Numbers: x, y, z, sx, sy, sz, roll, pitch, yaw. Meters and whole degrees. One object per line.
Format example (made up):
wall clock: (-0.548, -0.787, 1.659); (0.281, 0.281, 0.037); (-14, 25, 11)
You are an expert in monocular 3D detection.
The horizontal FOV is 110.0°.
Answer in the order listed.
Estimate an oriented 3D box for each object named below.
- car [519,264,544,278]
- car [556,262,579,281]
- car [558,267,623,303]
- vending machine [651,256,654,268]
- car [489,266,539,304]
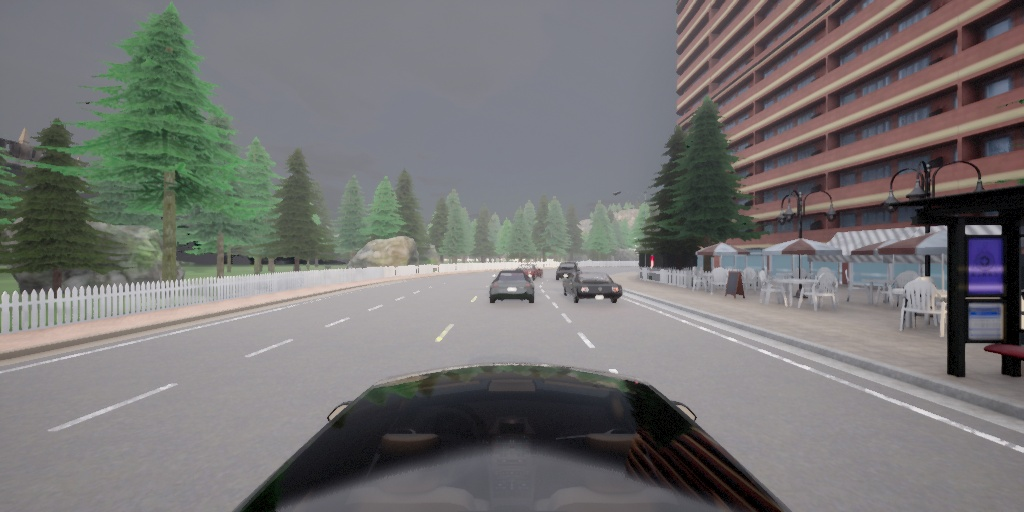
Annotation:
car: (1.447, 1.366, 30.920); (1.895, 1.301, 4.718); (0, 0, 16)
car: (4.809, 1.266, 29.946); (1.837, 1.490, 4.892); (0, 0, 16)
car: (3.500, 1.366, 16.530); (1.895, 1.301, 4.718); (0, 0, 0)
vending machine: (15.854, 0.944, 40.387); (1.100, 2.100, 0.880); (0, 0, 41)
car: (0.000, 1.322, 16.500); (1.994, 1.385, 4.181); (0, 0, 0)
